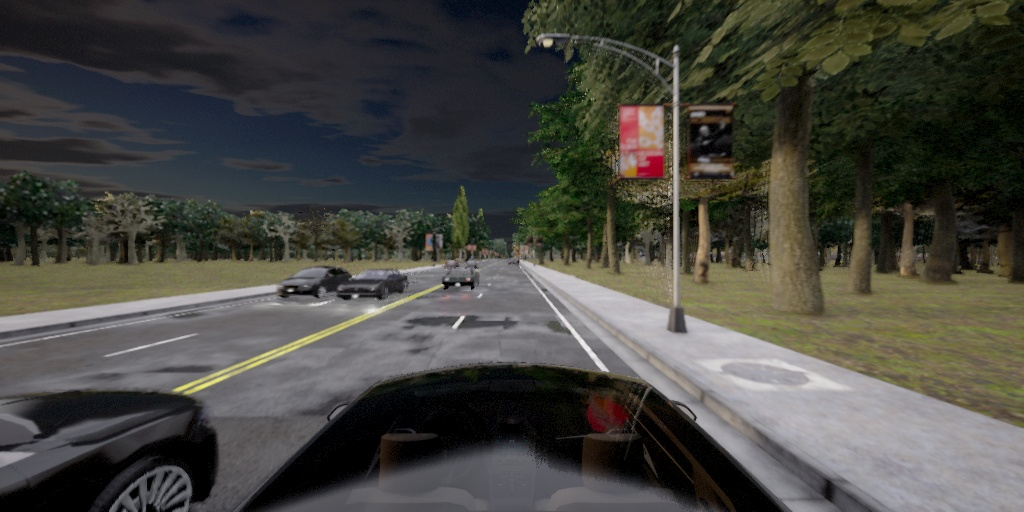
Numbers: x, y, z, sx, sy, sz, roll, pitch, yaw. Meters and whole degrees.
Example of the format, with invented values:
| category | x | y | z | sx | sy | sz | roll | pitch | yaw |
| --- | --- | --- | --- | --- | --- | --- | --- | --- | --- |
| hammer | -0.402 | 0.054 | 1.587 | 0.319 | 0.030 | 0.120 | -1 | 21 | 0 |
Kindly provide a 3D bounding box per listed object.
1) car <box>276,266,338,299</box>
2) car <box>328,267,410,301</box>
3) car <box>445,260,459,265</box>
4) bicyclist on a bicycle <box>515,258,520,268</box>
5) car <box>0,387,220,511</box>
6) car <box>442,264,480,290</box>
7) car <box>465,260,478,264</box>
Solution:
| category | x | y | z | sx | sy | sz | roll | pitch | yaw |
| --- | --- | --- | --- | --- | --- | --- | --- | --- | --- |
| car | -9.841 | 1.281 | 18.346 | 1.837 | 1.490 | 4.892 | 0 | 0 | 0 |
| car | -6.592 | 1.322 | 17.739 | 2.033 | 1.411 | 5.357 | 0 | 0 | 0 |
| car | -9.771 | 1.384 | 58.343 | 1.812 | 1.442 | 4.674 | 0 | 0 | 1 |
| bicyclist on a bicycle | 0.917 | 1.219 | 53.803 | 0.659 | 1.776 | 1.843 | 0 | 0 | 0 |
| car | -3.149 | 1.240 | 0.736 | 2.128 | 1.511 | 4.902 | 0 | 0 | 0 |
| car | -3.139 | 1.384 | 22.999 | 1.895 | 1.301 | 4.718 | 0 | 0 | 0 |
| car | -6.525 | 1.383 | 57.939 | 1.812 | 1.442 | 4.674 | 0 | 0 | 1 |
